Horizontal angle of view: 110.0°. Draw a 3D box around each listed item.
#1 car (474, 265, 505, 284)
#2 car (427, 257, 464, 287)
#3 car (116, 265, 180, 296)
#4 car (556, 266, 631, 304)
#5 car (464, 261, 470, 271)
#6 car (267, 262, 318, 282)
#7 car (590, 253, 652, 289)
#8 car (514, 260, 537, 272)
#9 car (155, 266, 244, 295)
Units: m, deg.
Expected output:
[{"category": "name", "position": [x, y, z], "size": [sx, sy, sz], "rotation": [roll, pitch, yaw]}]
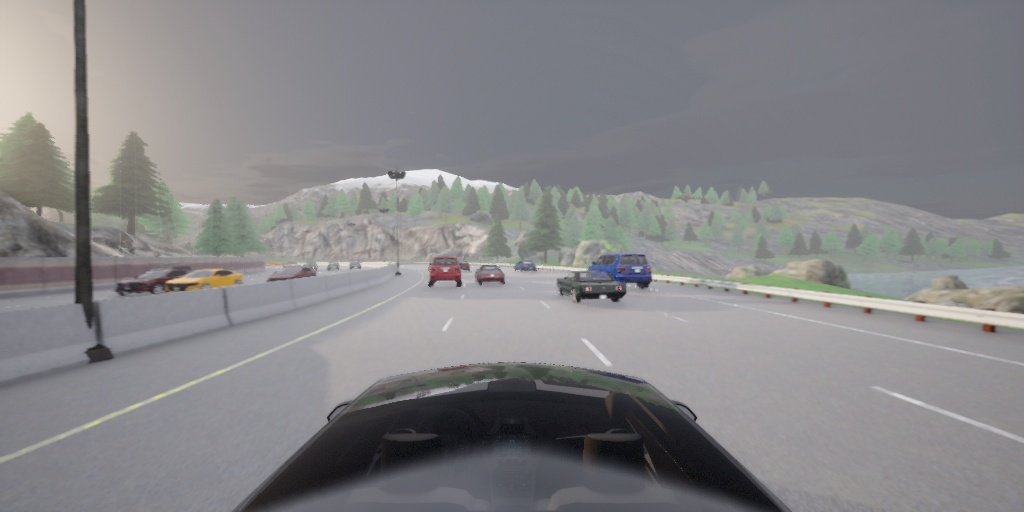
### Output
[{"category": "car", "position": [-1.768, 1.354, 27.428], "size": [1.994, 1.385, 4.181], "rotation": [-1, 0, -10]}, {"category": "car", "position": [-4.883, 1.062, 26.294], "size": [2.150, 2.045, 5.566], "rotation": [0, 0, -10]}, {"category": "car", "position": [-22.701, 1.606, 23.289], "size": [1.882, 1.535, 5.008], "rotation": [-1, 0, -9]}, {"category": "car", "position": [3.320, 1.303, 16.113], "size": [1.895, 1.301, 4.718], "rotation": [-1, 0, -5]}, {"category": "car", "position": [-7.298, 1.368, 50.800], "size": [1.882, 1.535, 5.008], "rotation": [0, 0, -19]}, {"category": "car", "position": [-16.159, 1.501, 26.647], "size": [1.882, 1.535, 5.008], "rotation": [-1, 0, -10]}, {"category": "car", "position": [6.290, 0.878, 21.719], "size": [2.150, 2.045, 5.566], "rotation": [0, 0, -8]}, {"category": "car", "position": [1.623, 1.268, 45.147], "size": [1.812, 1.442, 4.674], "rotation": [0, 0, -16]}, {"category": "car", "position": [-19.040, 1.546, 22.445], "size": [1.882, 1.535, 5.008], "rotation": [-1, 0, -8]}]
